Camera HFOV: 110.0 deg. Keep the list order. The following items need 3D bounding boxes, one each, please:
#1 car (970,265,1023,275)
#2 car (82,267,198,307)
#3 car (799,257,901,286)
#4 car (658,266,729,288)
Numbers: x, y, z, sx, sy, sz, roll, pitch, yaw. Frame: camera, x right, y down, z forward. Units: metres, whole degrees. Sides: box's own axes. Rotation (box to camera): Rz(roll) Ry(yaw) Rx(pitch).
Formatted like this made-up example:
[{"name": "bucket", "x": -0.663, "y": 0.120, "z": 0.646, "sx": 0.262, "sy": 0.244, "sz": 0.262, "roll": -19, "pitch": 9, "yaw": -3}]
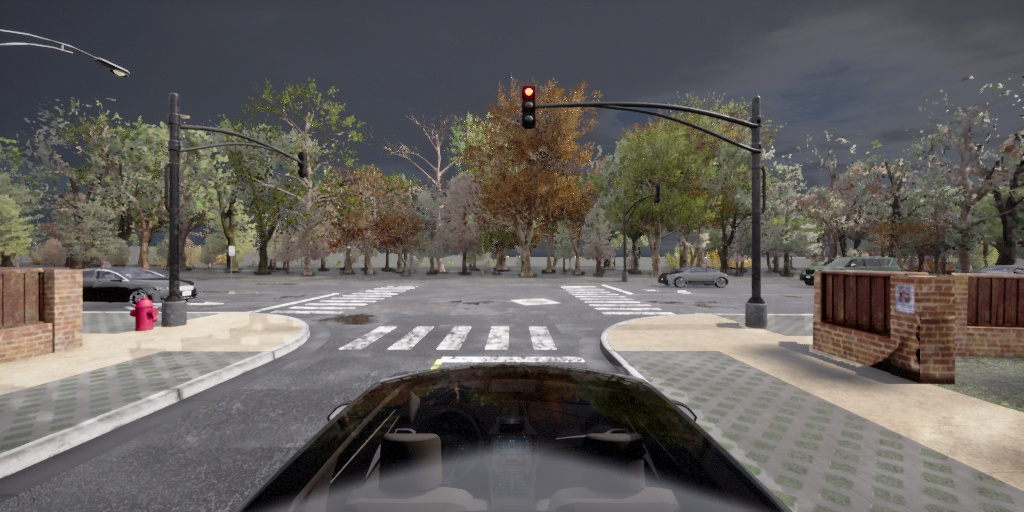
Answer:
[{"name": "car", "x": 33.153, "y": 1.365, "z": 23.956, "sx": 4.902, "sy": 1.511, "sz": 2.128, "roll": 0, "pitch": 0, "yaw": 0}, {"name": "car", "x": -15.117, "y": 1.183, "z": 13.965, "sx": 4.902, "sy": 1.511, "sz": 2.128, "roll": 0, "pitch": 0, "yaw": 0}, {"name": "car", "x": 22.535, "y": 1.061, "z": 23.964, "sx": 5.566, "sy": 2.045, "sz": 2.150, "roll": 0, "pitch": 0, "yaw": -1}, {"name": "car", "x": 12.030, "y": 1.368, "z": 23.948, "sx": 4.181, "sy": 1.385, "sz": 1.994, "roll": 0, "pitch": 0, "yaw": 0}]
